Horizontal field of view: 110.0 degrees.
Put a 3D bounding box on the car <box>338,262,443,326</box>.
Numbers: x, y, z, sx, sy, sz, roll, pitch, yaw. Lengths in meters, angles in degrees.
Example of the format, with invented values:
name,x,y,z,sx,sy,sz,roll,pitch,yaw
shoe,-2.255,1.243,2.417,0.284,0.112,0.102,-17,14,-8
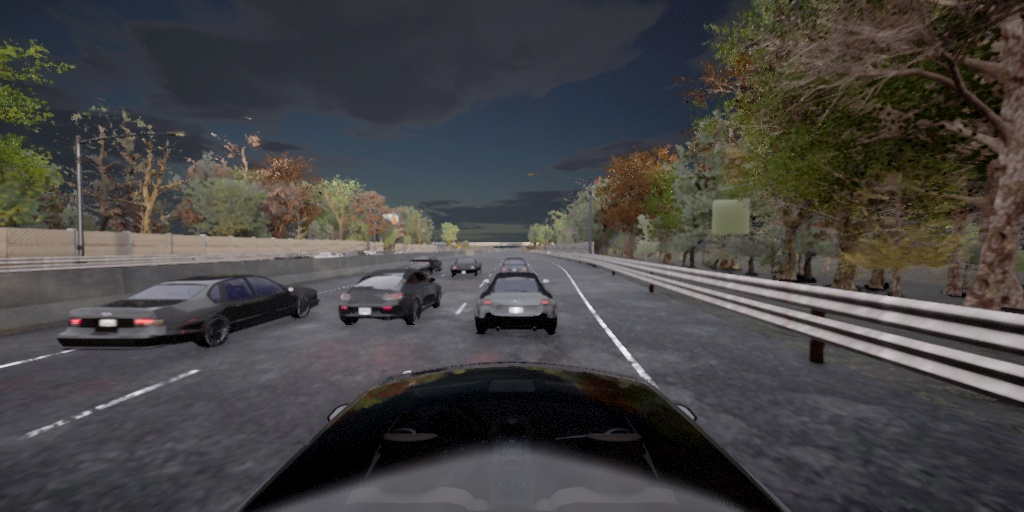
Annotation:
name,x,y,z,sx,sy,sz,roll,pitch,yaw
car,-3.383,1.071,10.655,1.812,1.442,4.674,0,1,1

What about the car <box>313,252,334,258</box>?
name,x,y,z,sx,sy,sz,roll,pitch,yaw
car,-24.362,0.254,47.131,1.812,1.442,4.674,0,1,1

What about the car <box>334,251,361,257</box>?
name,x,y,z,sx,sy,sz,roll,pitch,yaw
car,-20.863,0.079,47.206,2.097,1.767,4.553,0,1,1

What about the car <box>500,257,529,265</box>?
name,x,y,z,sx,sy,sz,roll,pitch,yaw
car,0.167,0.801,23.633,2.033,1.411,5.357,0,1,1

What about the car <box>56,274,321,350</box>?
name,x,y,z,sx,sy,sz,roll,pitch,yaw
car,-6.902,1.137,8.662,2.033,1.411,5.357,0,1,1

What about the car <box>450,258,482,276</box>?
name,x,y,z,sx,sy,sz,roll,pitch,yaw
car,-3.303,0.780,26.890,1.895,1.301,4.718,0,1,0

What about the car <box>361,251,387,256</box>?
name,x,y,z,sx,sy,sz,roll,pitch,yaw
car,-17.367,0.279,47.094,2.033,1.411,5.357,0,1,1

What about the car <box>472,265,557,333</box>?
name,x,y,z,sx,sy,sz,roll,pitch,yaw
car,0.111,1.125,10.002,1.994,1.385,4.181,0,1,1

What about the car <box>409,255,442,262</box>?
name,x,y,z,sx,sy,sz,roll,pitch,yaw
car,-6.791,0.634,28.497,2.128,1.511,4.902,0,1,0

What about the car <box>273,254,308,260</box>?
name,x,y,z,sx,sy,sz,roll,pitch,yaw
car,-27.849,0.371,45.149,1.895,1.301,4.718,0,1,0
